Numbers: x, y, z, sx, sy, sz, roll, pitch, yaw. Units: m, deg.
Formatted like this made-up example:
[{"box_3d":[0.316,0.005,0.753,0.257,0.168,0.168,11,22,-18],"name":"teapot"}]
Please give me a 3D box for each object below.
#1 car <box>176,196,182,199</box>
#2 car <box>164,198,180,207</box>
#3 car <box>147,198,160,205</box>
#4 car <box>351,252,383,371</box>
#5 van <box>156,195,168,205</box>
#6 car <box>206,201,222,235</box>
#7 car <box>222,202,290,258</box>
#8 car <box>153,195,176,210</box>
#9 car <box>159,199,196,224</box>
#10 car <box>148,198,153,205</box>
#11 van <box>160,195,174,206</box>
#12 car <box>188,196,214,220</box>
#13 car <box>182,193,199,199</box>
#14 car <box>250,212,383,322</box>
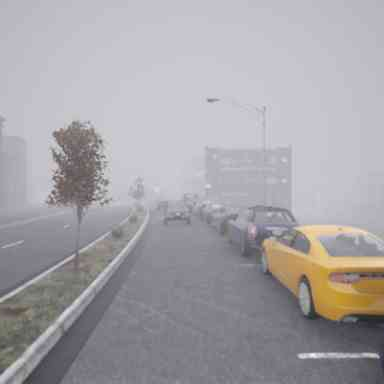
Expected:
[{"box_3d":[-2.338,1.595,51.453,2.002,1.452,4.674,0,-1,-11],"name":"car"},{"box_3d":[-3.498,1.691,56.872,2.002,1.452,4.674,0,-1,-12],"name":"car"},{"box_3d":[-9.171,2.217,78.282,2.097,1.535,5.008,0,-2,-17],"name":"car"},{"box_3d":[3.003,1.512,1.783,2.002,1.452,4.674,0,0,0],"name":"car"},{"box_3d":[-6.144,1.686,67.767,1.878,1.987,4.442,0,-1,-14],"name":"van"},{"box_3d":[2.268,1.455,18.565,2.163,1.488,4.792,0,0,-4],"name":"car"},{"box_3d":[2.648,1.316,12.849,2.185,1.767,4.553,0,0,-2],"name":"car"},{"box_3d":[-3.503,1.472,41.452,1.837,1.490,4.892,0,0,-9],"name":"car"},{"box_3d":[-1.184,1.480,24.113,2.033,1.411,5.357,0,0,-6],"name":"car"},{"box_3d":[-7.593,2.095,73.022,2.163,1.488,4.792,0,-2,-15],"name":"car"},{"box_3d":[-4.769,1.546,62.403,1.878,1.987,4.442,0,-1,-13],"name":"van"},{"box_3d":[1.218,1.399,29.455,2.231,1.521,4.892,0,0,-6],"name":"car"},{"box_3d":[0.490,1.278,35.043,2.185,1.767,4.553,0,0,-7],"name":"car"},{"box_3d":[2.884,1.457,7.330,2.097,1.535,5.008,0,0,-1],"name":"car"}]
